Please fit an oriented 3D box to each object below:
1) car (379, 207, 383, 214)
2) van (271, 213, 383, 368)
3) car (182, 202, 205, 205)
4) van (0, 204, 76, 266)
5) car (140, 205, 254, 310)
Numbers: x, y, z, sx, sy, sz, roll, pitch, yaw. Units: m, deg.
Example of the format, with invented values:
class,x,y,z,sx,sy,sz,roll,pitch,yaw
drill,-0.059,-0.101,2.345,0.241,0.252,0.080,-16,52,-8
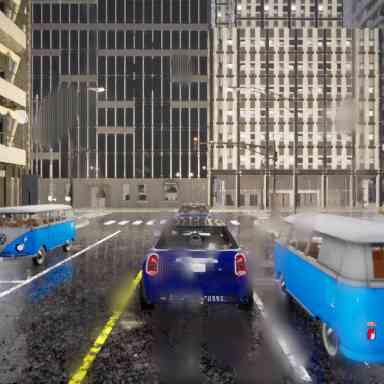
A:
class,x,y,z,sx,sy,sz,roll,pitch,yaw
car,18.984,1.490,29.035,4.829,1.417,1.752,0,0,0
van,2.559,1.343,5.615,1.690,1.788,3.998,0,0,0
car,0.088,1.359,18.015,2.097,1.767,4.553,0,0,0
van,-5.333,1.345,11.283,1.690,1.788,3.998,0,0,0
car,0.085,1.354,7.988,2.097,1.767,4.553,0,0,0
